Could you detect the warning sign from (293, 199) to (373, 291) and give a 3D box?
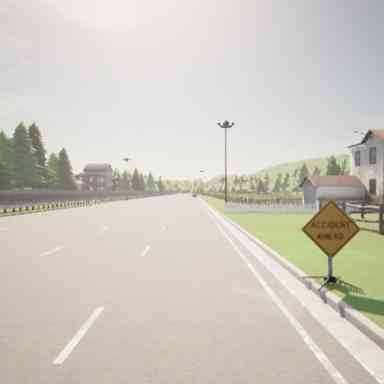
[{"bbox_3d":[3.050,1.099,7.334,1.300,1.860,1.060,0,0,0],"label":"warning sign"}]
